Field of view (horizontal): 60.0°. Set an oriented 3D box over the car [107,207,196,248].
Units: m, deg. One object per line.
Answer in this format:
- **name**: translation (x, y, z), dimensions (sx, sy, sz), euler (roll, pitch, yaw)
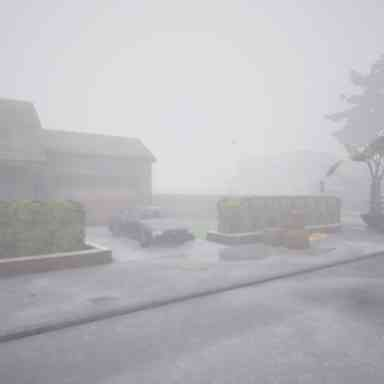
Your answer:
- **car**: translation (-1.959, 1.351, 13.998), dimensions (2.033, 1.415, 5.357), euler (0, 0, -33)
